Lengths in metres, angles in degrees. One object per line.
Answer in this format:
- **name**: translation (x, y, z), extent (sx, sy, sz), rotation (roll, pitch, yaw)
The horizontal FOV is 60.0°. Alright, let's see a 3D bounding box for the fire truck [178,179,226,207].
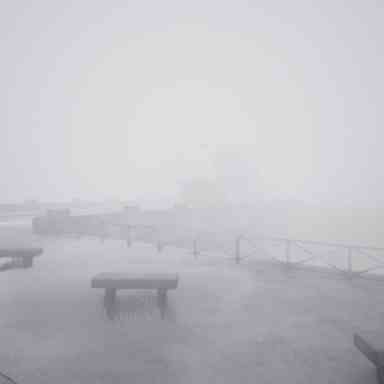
- **fire truck**: translation (1.693, 0.117, 46.578), extent (2.891, 3.827, 8.468), rotation (1, 0, 35)
